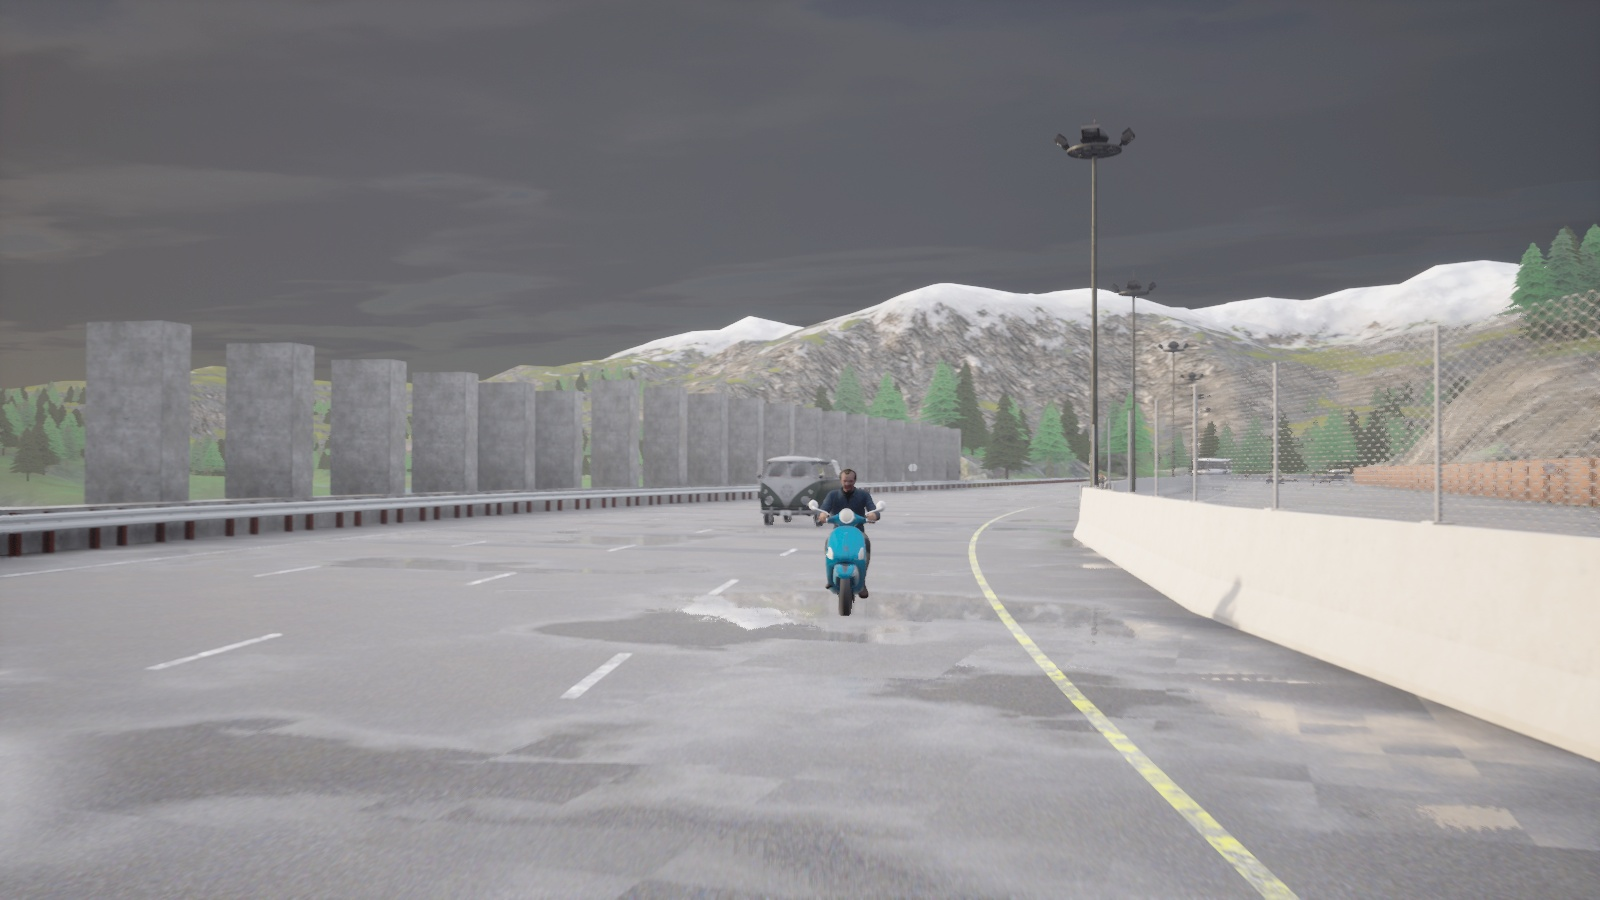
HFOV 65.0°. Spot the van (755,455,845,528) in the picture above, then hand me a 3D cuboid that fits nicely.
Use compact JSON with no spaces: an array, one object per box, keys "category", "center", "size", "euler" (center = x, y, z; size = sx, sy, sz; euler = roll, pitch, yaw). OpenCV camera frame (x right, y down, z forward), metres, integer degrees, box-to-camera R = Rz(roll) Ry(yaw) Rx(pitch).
[{"category":"van","center":[0.064,1.179,36.524],"size":[1.775,1.987,4.442],"euler":[-1,-1,11]}]

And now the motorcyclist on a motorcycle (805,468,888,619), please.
[{"category":"motorcyclist on a motorcycle","center":[0.552,1.004,14.228],"size":[0.866,1.590,1.817],"euler":[0,-1,4]}]
